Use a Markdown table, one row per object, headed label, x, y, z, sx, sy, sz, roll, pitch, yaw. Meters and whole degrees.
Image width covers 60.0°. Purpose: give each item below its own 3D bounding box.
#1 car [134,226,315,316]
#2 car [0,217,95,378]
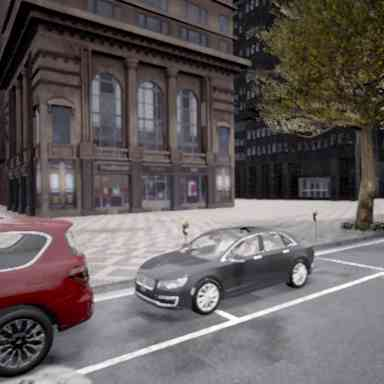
| label | x | y | z | sx | sy | sz | roll | pitch | yaw |
| --- | --- | --- | --- | --- | --- | --- | --- | --- | --- |
| car | 0.893 | 1.476 | 7.286 | 4.403 | 1.369 | 2.008 | -1 | 1 | -35 |
| car | -3.732 | 1.328 | 3.988 | 5.009 | 1.841 | 2.192 | -1 | 1 | -35 |
